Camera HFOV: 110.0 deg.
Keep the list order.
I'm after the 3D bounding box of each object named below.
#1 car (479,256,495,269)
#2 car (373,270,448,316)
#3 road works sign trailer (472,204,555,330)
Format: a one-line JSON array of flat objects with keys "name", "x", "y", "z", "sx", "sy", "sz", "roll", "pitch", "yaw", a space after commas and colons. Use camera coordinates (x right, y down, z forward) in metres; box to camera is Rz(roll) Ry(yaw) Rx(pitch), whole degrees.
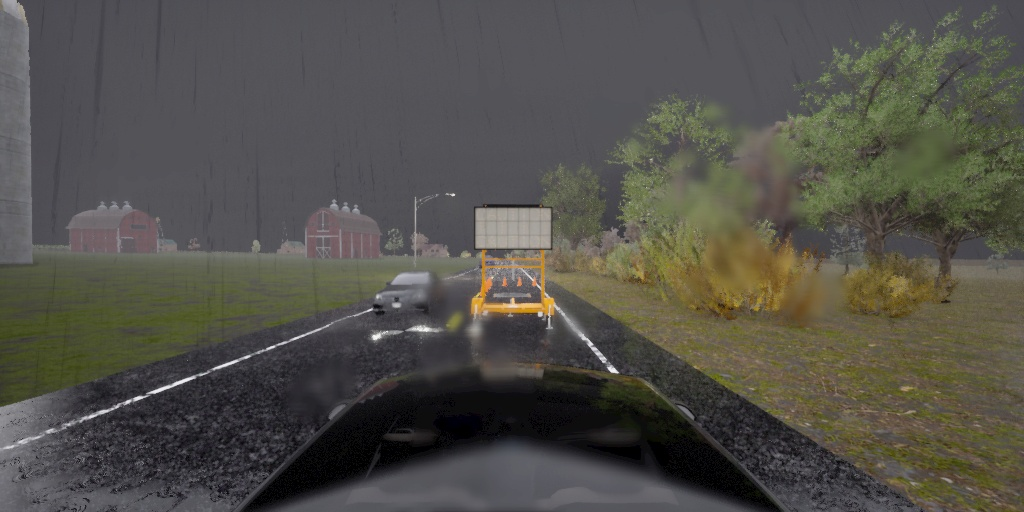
[{"name": "car", "x": -3.897, "y": 0.971, "z": 55.763, "sx": 2.150, "sy": 2.045, "sz": 5.566, "roll": 0, "pitch": 0, "yaw": -1}, {"name": "car", "x": -3.587, "y": 1.274, "z": 13.474, "sx": 1.812, "sy": 1.442, "sz": 4.674, "roll": 0, "pitch": 0, "yaw": 0}, {"name": "road works sign trailer", "x": 0.037, "y": 0.213, "z": 11.122, "sx": 2.380, "sy": 3.560, "sz": 2.880, "roll": 0, "pitch": 0, "yaw": 0}]
